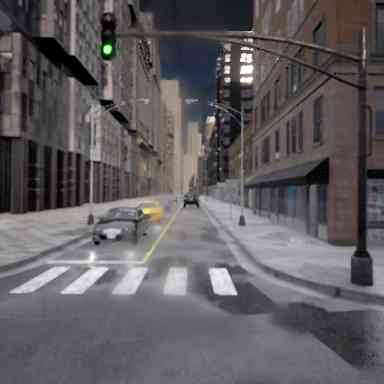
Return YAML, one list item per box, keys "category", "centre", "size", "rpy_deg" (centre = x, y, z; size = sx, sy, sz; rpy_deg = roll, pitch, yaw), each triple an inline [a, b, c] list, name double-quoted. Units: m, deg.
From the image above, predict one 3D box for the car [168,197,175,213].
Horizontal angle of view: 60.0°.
- category: "car"
  centre: [-3.164, 1.359, 35.479]
  size: [1.882, 1.535, 5.008]
  rpy_deg: [0, 0, 0]

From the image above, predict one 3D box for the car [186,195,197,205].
- category: "car"
  centre: [-0.127, 1.350, 56.524]
  size: [1.812, 1.442, 4.674]
  rpy_deg: [0, 0, 0]

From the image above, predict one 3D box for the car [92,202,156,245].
- category: "car"
  centre: [-3.118, 1.437, 15.270]
  size: [2.128, 1.511, 4.902]
  rpy_deg: [0, 0, 0]

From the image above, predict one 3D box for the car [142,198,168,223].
- category: "car"
  centre: [-3.144, 1.395, 24.813]
  size: [1.882, 1.535, 5.008]
  rpy_deg: [0, 0, 0]

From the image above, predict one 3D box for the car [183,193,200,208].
- category: "car"
  centre: [-0.100, 1.088, 46.130]
  size: [2.150, 2.045, 5.566]
  rpy_deg: [0, 0, 0]

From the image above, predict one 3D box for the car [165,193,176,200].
- category: "car"
  centre: [-3.110, 0.980, 50.686]
  size: [2.033, 1.411, 5.357]
  rpy_deg: [0, 0, 0]
